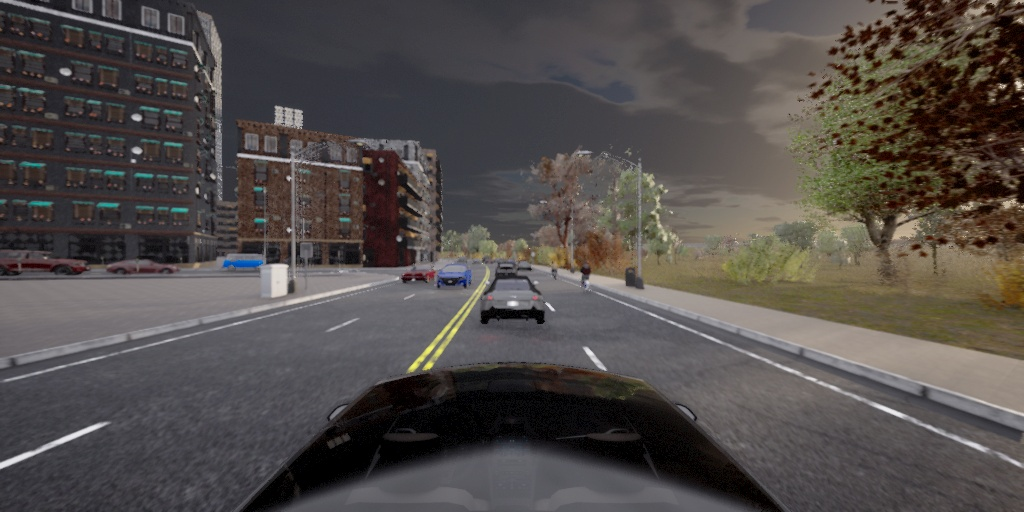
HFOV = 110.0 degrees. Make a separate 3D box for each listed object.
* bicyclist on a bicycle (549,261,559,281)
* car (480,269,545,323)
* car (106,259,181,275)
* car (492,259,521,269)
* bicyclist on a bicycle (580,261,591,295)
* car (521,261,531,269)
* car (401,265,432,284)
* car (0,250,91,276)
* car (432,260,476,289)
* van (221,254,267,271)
[{"bbox_3d":[3.523,1.208,29.773,0.866,1.612,1.509,0,0,-2],"label":"bicyclist on a bicycle"},{"bbox_3d":[-0.004,1.325,12.177,1.994,1.385,4.181,0,0,-1],"label":"car"},{"bbox_3d":[-29.198,0.912,28.560,4.207,1.307,1.802,0,0,-32],"label":"car"},{"bbox_3d":[-0.529,1.280,30.512,1.837,1.490,4.892,0,0,-2],"label":"car"},{"bbox_3d":[3.902,1.134,19.184,0.659,1.776,1.843,0,0,-1],"label":"bicyclist on a bicycle"},{"bbox_3d":[1.575,1.349,50.787,1.994,1.385,4.181,0,0,-4],"label":"car"},{"bbox_3d":[-7.016,1.381,27.475,1.895,1.301,4.718,0,0,-2],"label":"car"},{"bbox_3d":[-33.987,0.560,25.596,5.009,1.841,2.192,0,0,-32],"label":"car"},{"bbox_3d":[-3.687,1.252,23.583,1.882,1.535,5.008,0,0,-1],"label":"car"},{"bbox_3d":[-28.732,0.702,38.705,3.998,1.789,1.690,0,0,-32],"label":"van"}]
